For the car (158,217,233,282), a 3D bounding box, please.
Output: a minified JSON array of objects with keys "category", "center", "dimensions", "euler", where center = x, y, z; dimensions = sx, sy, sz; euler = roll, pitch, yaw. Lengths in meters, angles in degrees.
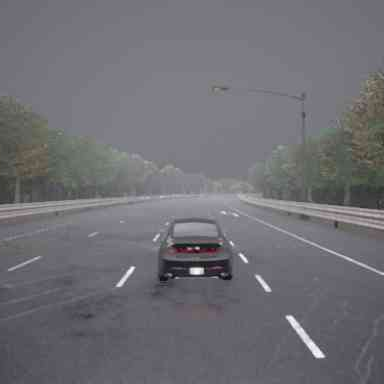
[{"category":"car","center":[0.056,1.502,9.792],"dimensions":[1.837,1.490,4.892],"euler":[0,0,-1]}]
